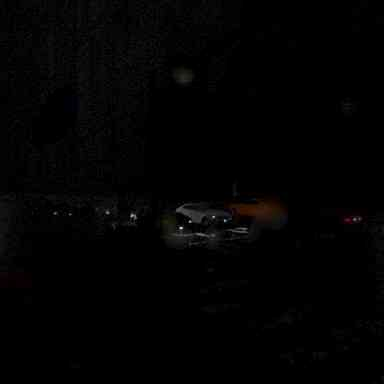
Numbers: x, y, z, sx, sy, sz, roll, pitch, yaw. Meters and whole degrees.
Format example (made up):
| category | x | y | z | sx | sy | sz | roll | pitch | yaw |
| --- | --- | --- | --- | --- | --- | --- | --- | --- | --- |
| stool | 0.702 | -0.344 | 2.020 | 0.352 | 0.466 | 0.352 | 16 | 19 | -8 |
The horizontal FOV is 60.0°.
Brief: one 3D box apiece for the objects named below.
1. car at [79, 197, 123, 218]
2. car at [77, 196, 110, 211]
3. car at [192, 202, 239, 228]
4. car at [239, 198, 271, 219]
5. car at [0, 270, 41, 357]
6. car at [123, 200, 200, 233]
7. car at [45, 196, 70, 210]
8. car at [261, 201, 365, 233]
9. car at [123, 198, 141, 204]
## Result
| category | x | y | z | sx | sy | sz | roll | pitch | yaw |
| --- | --- | --- | --- | --- | --- | --- | --- | --- | --- |
| car | -8.086 | 1.344 | 28.200 | 2.128 | 1.511 | 4.902 | -1 | 1 | -36 |
| car | -11.449 | 1.270 | 38.466 | 2.033 | 1.411 | 5.357 | -1 | 1 | -35 |
| car | 0.609 | 1.415 | 21.709 | 1.812 | 1.442 | 4.674 | -1 | 1 | -36 |
| car | 5.089 | 1.257 | 26.917 | 1.882 | 1.535 | 5.008 | -1 | 1 | -36 |
| car | -4.152 | 1.545 | 3.690 | 4.507 | 1.381 | 1.887 | 0 | -1 | -36 |
| car | -1.978 | 1.484 | 19.747 | 2.033 | 1.411 | 5.357 | -1 | 1 | -32 |
| car | -15.734 | 1.224 | 38.864 | 1.882 | 1.535 | 5.008 | -1 | 1 | -35 |
| car | 6.815 | 1.435 | 18.961 | 2.033 | 1.411 | 5.357 | -1 | 1 | -36 |
| car | -5.365 | 1.298 | 29.980 | 2.128 | 1.511 | 4.902 | -1 | 1 | -36 |
